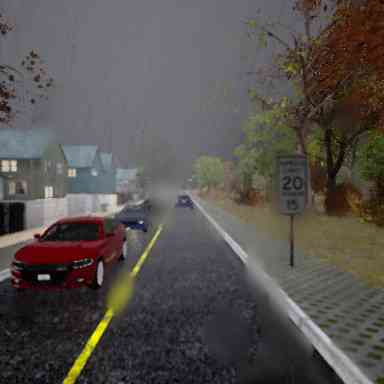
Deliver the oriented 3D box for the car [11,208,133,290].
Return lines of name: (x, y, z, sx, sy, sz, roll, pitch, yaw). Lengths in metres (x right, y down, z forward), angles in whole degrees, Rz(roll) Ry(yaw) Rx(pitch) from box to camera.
car: (-3.049, 1.437, 9.219, 1.882, 1.535, 5.008, 0, 0, -1)

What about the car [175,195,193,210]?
car: (-0.946, 1.089, 39.279, 2.097, 1.767, 4.553, 0, 0, -1)

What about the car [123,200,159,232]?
car: (-3.300, 1.438, 19.490, 2.033, 1.411, 5.357, 0, 0, -1)

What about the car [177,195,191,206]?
car: (-1.194, 1.177, 49.411, 1.837, 1.490, 4.892, 0, 1, -1)

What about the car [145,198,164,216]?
car: (-3.556, 1.324, 30.132, 1.837, 1.490, 4.892, 0, 0, -1)
